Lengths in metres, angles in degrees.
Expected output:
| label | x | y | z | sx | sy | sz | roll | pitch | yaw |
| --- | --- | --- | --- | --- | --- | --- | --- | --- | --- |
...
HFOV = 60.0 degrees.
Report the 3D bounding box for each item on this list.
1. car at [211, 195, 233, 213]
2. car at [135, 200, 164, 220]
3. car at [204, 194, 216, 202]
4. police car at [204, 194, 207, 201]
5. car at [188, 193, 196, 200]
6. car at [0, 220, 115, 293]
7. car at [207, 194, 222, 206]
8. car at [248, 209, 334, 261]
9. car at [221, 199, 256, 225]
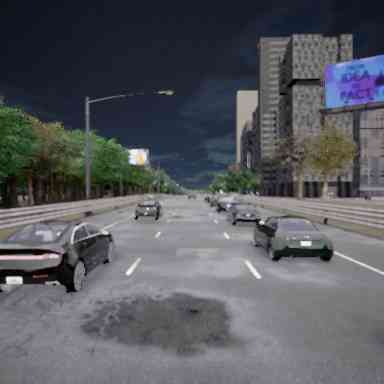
| label | x | y | z | sx | sy | sz | roll | pitch | yaw |
| --- | --- | --- | --- | --- | --- | --- | --- | --- | --- |
| car | 3.500 | 1.330 | 34.235 | 2.163 | 1.488 | 4.792 | 0 | 0 | 0 |
| car | -3.402 | 1.378 | 26.960 | 2.128 | 1.511 | 4.902 | 0 | 0 | 0 |
| car | 3.513 | 1.111 | 67.232 | 2.163 | 1.488 | 4.792 | 0 | 0 | 0 |
| police car | 3.502 | 1.074 | 56.311 | 1.930 | 1.638 | 5.238 | 0 | 0 | 0 |
| car | 0.022 | 1.021 | 77.080 | 1.812 | 1.442 | 4.674 | 0 | 0 | 0 |
| car | -3.401 | 1.478 | 8.799 | 2.128 | 1.511 | 4.902 | 0 | 0 | 0 |
| car | 3.501 | 1.088 | 45.174 | 2.097 | 1.767 | 4.553 | 0 | 0 | 0 |
| car | 3.500 | 1.540 | 12.208 | 1.994 | 1.385 | 4.181 | 0 | 0 | 0 |
| car | 3.501 | 1.464 | 23.204 | 2.033 | 1.411 | 5.357 | 0 | 0 | 0 |
